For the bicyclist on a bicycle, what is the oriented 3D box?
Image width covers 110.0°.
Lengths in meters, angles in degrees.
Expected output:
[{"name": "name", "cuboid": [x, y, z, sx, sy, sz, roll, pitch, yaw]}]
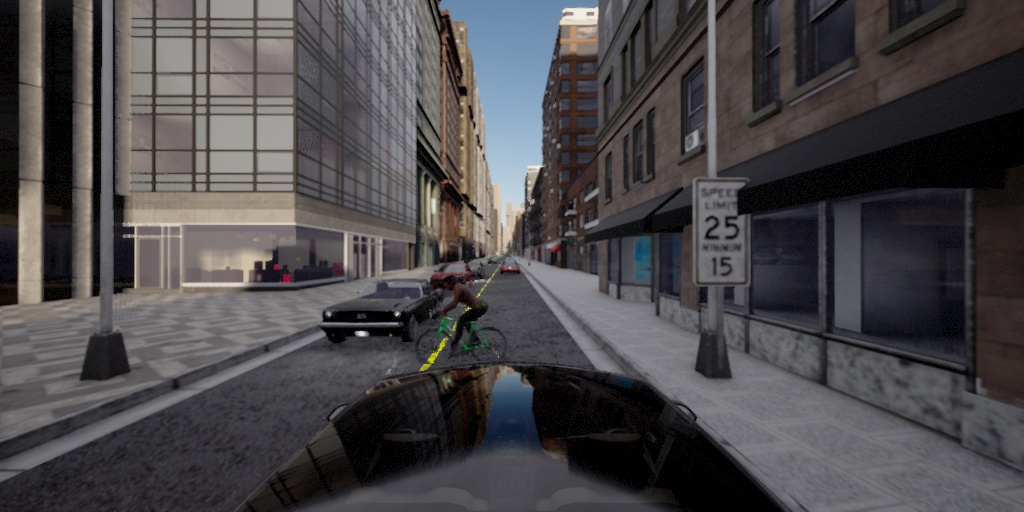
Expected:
[{"name": "bicyclist on a bicycle", "cuboid": [-0.926, 1.169, 6.451, 1.656, 1.620, 0.582, -2, 0, -1]}]

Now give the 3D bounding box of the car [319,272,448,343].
[{"name": "car", "cuboid": [-3.162, 1.303, 9.699, 1.895, 1.301, 4.718, 0, 0, -1]}]

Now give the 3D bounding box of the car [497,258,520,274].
[{"name": "car", "cuboid": [-0.206, 1.095, 36.783, 1.994, 1.385, 4.181, 0, 0, -1]}]

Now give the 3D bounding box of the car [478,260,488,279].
[{"name": "car", "cuboid": [-3.299, 1.077, 30.247, 1.837, 1.490, 4.892, 0, 0, 0]}]

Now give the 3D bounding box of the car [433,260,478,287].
[{"name": "car", "cuboid": [-3.245, 1.114, 20.123, 1.882, 1.535, 5.008, 0, 0, -1]}]
